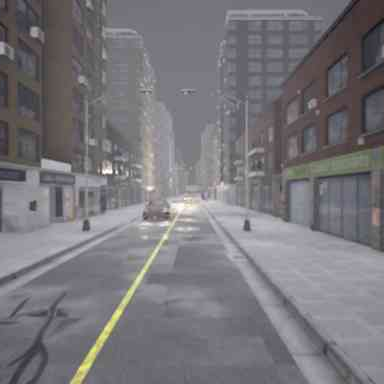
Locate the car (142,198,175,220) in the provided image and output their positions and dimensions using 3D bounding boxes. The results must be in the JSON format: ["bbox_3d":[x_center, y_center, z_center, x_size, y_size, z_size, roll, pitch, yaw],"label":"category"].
[{"bbox_3d":[-2.845,1.381,27.878,2.097,1.767,4.553,0,0,0],"label":"car"}]

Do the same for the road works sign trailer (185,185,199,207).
[{"bbox_3d":[0.002,0.511,53.530,2.380,3.560,2.880,0,0,0],"label":"road works sign trailer"}]

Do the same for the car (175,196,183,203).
[{"bbox_3d":[-2.749,1.555,68.224,1.812,1.442,4.674,0,0,0],"label":"car"}]
